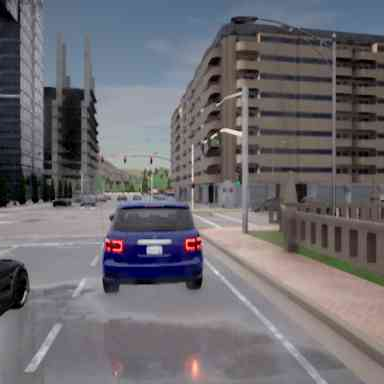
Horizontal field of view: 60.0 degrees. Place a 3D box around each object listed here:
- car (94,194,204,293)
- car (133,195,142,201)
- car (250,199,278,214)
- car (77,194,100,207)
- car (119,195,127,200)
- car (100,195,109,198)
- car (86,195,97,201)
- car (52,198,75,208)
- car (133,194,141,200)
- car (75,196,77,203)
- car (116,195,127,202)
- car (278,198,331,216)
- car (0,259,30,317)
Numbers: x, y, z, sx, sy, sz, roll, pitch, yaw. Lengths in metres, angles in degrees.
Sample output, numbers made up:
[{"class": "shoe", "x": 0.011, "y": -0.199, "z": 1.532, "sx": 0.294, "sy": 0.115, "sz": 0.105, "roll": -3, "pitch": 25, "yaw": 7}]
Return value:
[{"class": "car", "x": -1.088, "y": 1.206, "z": 9.058, "sx": 2.150, "sy": 2.045, "sz": 5.566, "roll": 0, "pitch": 0, "yaw": -8}, {"class": "car", "x": -12.772, "y": 1.415, "z": 77.356, "sx": 1.994, "sy": 1.385, "sz": 4.181, "roll": 0, "pitch": 0, "yaw": -10}, {"class": "car", "x": 8.464, "y": 1.501, "z": 34.726, "sx": 4.892, "sy": 1.490, "sz": 1.837, "roll": 0, "pitch": 0, "yaw": -10}, {"class": "car", "x": -14.962, "y": 1.420, "z": 48.203, "sx": 1.837, "sy": 1.490, "sz": 4.892, "roll": 0, "pitch": 0, "yaw": -10}, {"class": "car", "x": -17.922, "y": 1.398, "z": 86.680, "sx": 1.994, "sy": 1.385, "sz": 4.181, "roll": 0, "pitch": 0, "yaw": -10}, {"class": "car", "x": -17.632, "y": 1.414, "z": 64.148, "sx": 1.812, "sy": 1.442, "sz": 4.674, "roll": 0, "pitch": 0, "yaw": -9}, {"class": "car", "x": -23.505, "y": 1.361, "z": 77.822, "sx": 1.812, "sy": 1.442, "sz": 4.674, "roll": 0, "pitch": 0, "yaw": -10}, {"class": "car", "x": -18.297, "y": 1.518, "z": 46.936, "sx": 1.895, "sy": 1.301, "sz": 4.718, "roll": 0, "pitch": 0, "yaw": -10}, {"class": "car", "x": -14.472, "y": 1.385, "z": 87.273, "sx": 2.033, "sy": 1.411, "sz": 5.357, "roll": 0, "pitch": 0, "yaw": -10}, {"class": "car", "x": -20.968, "y": 1.242, "z": 62.852, "sx": 2.097, "sy": 1.767, "sz": 4.553, "roll": 0, "pitch": 0, "yaw": -9}, {"class": "car", "x": -16.202, "y": 1.391, "z": 76.650, "sx": 2.128, "sy": 1.511, "sz": 4.902, "roll": 0, "pitch": 0, "yaw": -10}, {"class": "car", "x": 10.988, "y": 1.353, "z": 31.618, "sx": 4.553, "sy": 1.767, "sz": 2.097, "roll": 0, "pitch": 0, "yaw": -10}, {"class": "car", "x": -4.092, "y": 1.555, "z": 5.076, "sx": 1.994, "sy": 1.385, "sz": 4.181, "roll": 0, "pitch": 0, "yaw": -7}]
